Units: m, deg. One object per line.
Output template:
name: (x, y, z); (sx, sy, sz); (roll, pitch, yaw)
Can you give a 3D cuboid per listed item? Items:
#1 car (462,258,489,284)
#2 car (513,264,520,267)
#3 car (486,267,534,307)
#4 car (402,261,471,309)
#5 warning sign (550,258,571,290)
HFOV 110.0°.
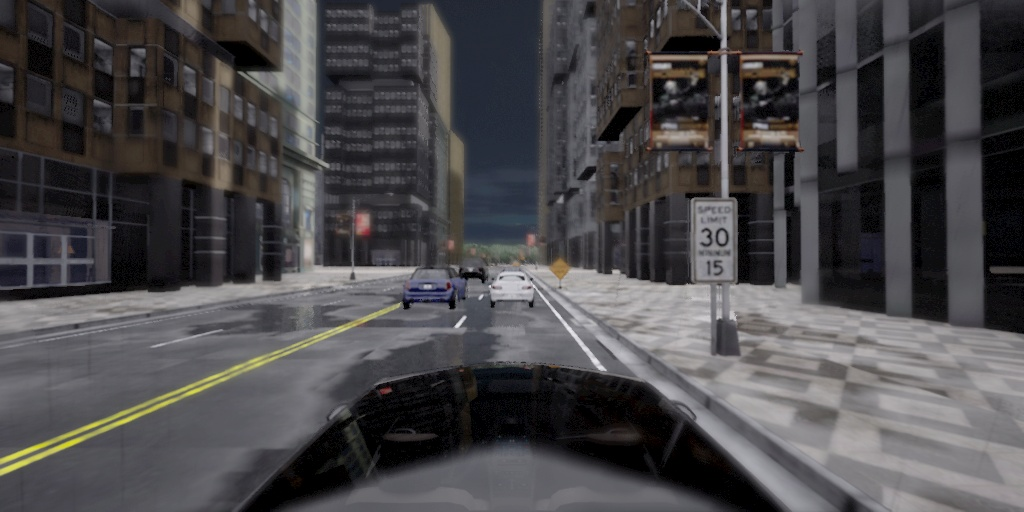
car: (-3.243, 1.232, 30.858); (2.150, 2.045, 5.566); (0, 0, 0)
car: (0.008, 1.617, 30.964); (1.895, 1.301, 4.718); (0, 0, 0)
car: (0.009, 1.409, 16.236); (1.812, 1.442, 4.674); (0, 0, 0)
car: (-3.245, 1.230, 15.931); (2.097, 1.767, 4.553); (0, -1, 0)
warning sign: (2.854, 1.043, 21.113); (1.300, 1.860, 1.060); (0, 0, 0)
